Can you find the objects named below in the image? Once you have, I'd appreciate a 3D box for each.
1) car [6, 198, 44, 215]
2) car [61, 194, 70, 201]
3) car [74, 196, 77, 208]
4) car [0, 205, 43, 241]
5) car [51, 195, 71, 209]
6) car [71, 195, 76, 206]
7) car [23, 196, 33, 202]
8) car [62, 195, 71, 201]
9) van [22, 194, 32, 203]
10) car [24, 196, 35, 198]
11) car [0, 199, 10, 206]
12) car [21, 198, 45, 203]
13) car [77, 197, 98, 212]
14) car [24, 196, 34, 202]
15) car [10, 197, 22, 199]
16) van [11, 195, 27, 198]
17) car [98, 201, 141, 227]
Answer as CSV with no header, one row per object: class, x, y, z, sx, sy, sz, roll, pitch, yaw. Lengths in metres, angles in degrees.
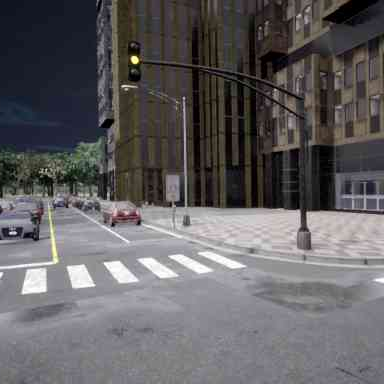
car,-12.142,1.510,24.475,1.882,1.535,5.008,-1,1,-23
car,-33.074,1.379,86.986,1.967,1.590,4.097,-1,1,-24
car,-13.480,1.460,42.142,1.887,1.381,4.507,-1,1,-24
car,-8.537,1.596,16.200,1.994,1.385,4.181,-1,1,-24
car,-17.939,1.499,45.450,1.812,1.442,4.674,-1,0,-24
car,-15.657,1.461,47.125,1.887,1.381,4.507,-1,1,-24
car,-38.638,1.637,78.437,1.752,1.417,4.829,-1,1,-24
car,-30.895,1.480,82.005,1.887,1.381,4.507,-1,1,-24
van,-36.533,1.449,73.608,1.690,1.788,3.998,-1,1,-24
car,-20.144,1.583,43.004,2.033,1.411,5.357,-1,0,-24
car,-14.765,1.403,23.779,2.192,1.841,5.009,-1,1,-24
car,-16.024,1.597,33.521,1.994,1.385,4.181,-1,1,-23
car,-11.303,1.465,37.159,2.008,1.369,4.403,-1,1,-24
car,-40.882,1.681,83.575,1.947,1.339,4.313,-1,1,-24
car,-21.223,1.616,38.574,1.752,1.417,4.829,-1,1,-24
van,-25.649,1.436,48.694,1.690,1.788,3.998,-1,1,-24
car,-4.775,1.352,22.210,1.967,1.590,4.097,-1,1,-24
